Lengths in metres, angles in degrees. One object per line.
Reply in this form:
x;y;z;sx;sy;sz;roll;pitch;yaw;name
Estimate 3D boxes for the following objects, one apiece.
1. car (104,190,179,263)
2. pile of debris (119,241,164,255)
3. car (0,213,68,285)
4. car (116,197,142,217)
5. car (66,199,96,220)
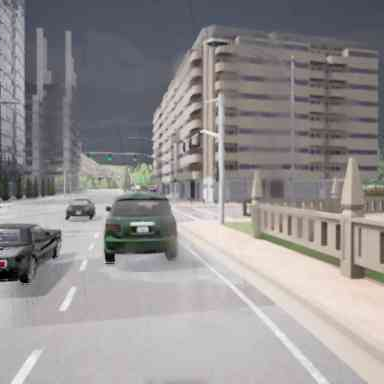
-1.820;1.072;11.593;2.150;2.045;5.566;0;1;-11;car
-1.900;2.018;12.128;1.500;0.140;1.860;0;1;-13;pile of debris
-4.876;1.490;8.959;1.895;1.301;4.718;0;1;-10;car
-5.504;1.212;28.547;2.033;1.411;5.357;0;1;-13;car
-8.321;1.243;25.103;1.812;1.442;4.674;0;1;-13;car
